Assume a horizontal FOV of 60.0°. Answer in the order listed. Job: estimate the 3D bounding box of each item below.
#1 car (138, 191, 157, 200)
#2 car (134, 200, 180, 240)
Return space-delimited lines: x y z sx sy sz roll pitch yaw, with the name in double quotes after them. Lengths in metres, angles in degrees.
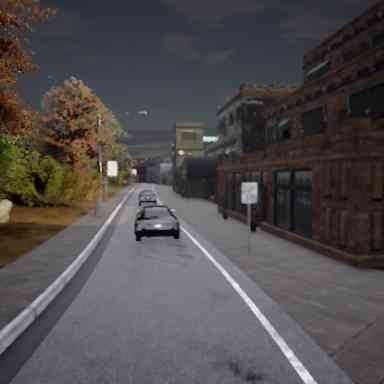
-4.630 0.573 34.673 2.033 1.411 5.357 -1 2 -9 "car"
-1.692 1.313 15.731 1.994 1.385 4.181 -1 2 -8 "car"
